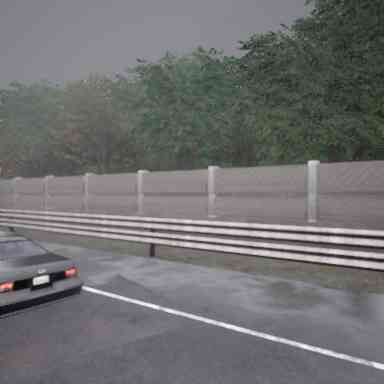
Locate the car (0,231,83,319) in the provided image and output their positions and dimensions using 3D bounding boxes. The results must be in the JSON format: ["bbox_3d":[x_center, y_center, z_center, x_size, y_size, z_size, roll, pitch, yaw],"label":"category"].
[{"bbox_3d":[-4.629,1.565,7.183,5.357,1.411,2.033,0,0,36],"label":"car"}]
